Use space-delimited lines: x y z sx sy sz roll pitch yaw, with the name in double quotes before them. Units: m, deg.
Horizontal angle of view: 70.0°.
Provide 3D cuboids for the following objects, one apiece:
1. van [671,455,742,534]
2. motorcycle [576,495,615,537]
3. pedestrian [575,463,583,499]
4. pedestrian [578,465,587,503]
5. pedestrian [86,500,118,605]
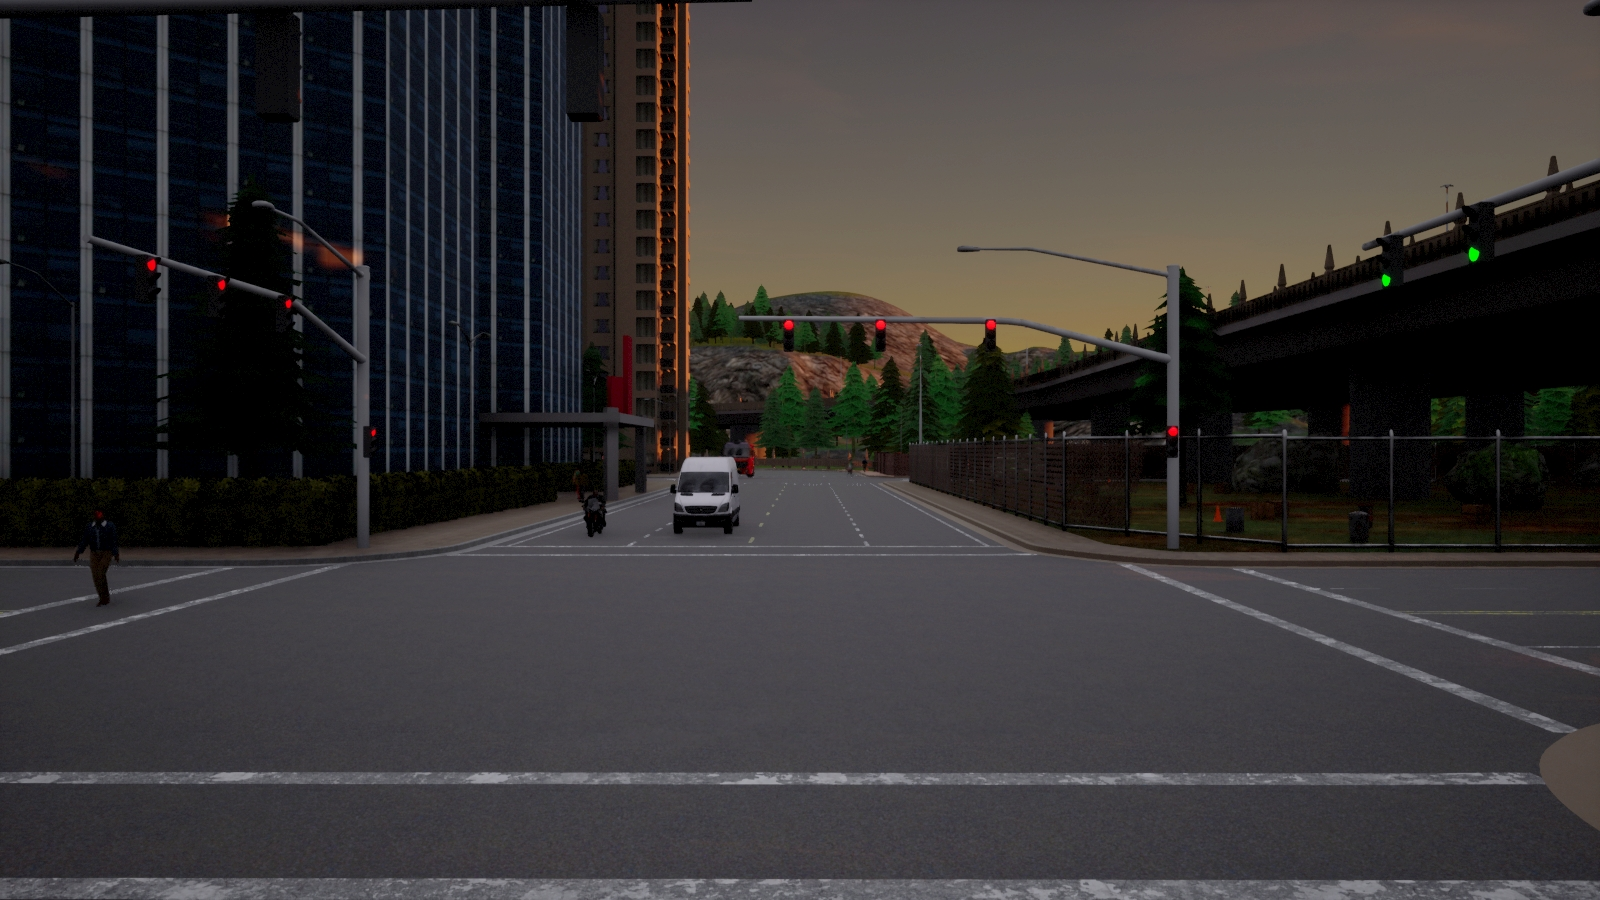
"van" -3.226 1.479 40.346 1.988 2.561 5.915 0 0 0
"motorcycle" -6.735 2.150 37.693 0.867 1.251 2.209 0 0 0
"pedestrian" -11.642 1.641 60.243 0.375 1.860 0.375 0 0 -1
"pedestrian" -10.637 1.642 55.810 0.375 1.860 0.375 0 0 -3
"pedestrian" -12.652 1.848 20.710 0.375 1.860 0.375 0 0 -8
